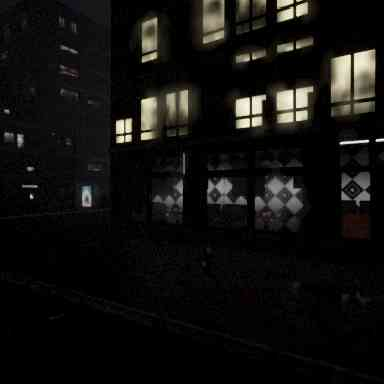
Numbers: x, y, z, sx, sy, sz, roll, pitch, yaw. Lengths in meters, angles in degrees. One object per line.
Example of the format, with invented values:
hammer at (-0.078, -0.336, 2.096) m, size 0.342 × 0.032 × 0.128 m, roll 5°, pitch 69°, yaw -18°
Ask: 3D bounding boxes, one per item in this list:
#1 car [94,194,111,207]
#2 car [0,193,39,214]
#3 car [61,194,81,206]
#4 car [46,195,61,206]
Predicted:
car at (-9.754, 1.072, 38.170) m, size 1.947 × 1.339 × 4.313 m, roll 1°, pitch 2°, yaw 35°
car at (-16.106, 1.029, 29.069) m, size 2.192 × 1.841 × 5.009 m, roll 1°, pitch 2°, yaw 35°
car at (-13.650, 0.957, 42.717) m, size 2.128 × 1.511 × 4.902 m, roll 0°, pitch 1°, yaw 35°
car at (-16.660, 1.074, 42.917) m, size 1.802 × 1.307 × 4.206 m, roll 1°, pitch 2°, yaw 35°
